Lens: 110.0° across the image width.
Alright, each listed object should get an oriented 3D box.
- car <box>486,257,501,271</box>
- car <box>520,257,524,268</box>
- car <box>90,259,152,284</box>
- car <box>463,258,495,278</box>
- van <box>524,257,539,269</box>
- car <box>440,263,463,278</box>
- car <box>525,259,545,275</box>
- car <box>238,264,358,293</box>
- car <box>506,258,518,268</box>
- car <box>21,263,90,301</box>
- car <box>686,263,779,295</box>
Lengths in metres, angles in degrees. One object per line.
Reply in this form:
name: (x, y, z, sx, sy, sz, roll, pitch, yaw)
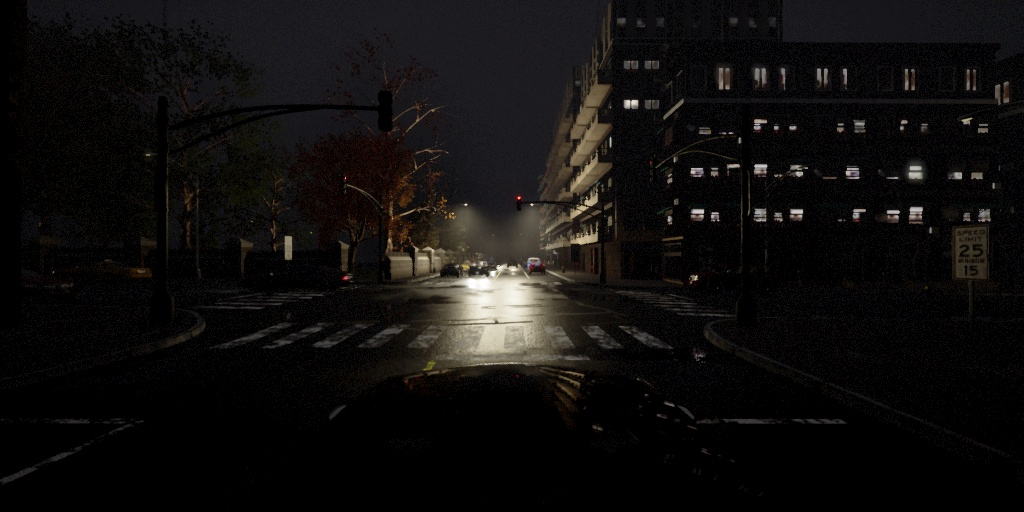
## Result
car: (-3.043, 1.272, 49.559, 2.128, 1.511, 4.902, 0, 0, 0)
car: (2.751, 1.230, 56.827, 1.967, 1.591, 4.097, 0, 0, 0)
car: (-24.721, 0.882, 21.631, 4.829, 1.417, 1.751, 0, 0, 0)
car: (-3.065, 1.257, 34.282, 2.128, 1.511, 4.902, 0, 0, 0)
van: (2.739, 1.116, 45.566, 1.690, 1.789, 3.998, 0, 0, 0)
car: (-5.654, 1.330, 34.315, 1.948, 1.339, 4.313, 0, 0, 0)
car: (2.732, 1.314, 39.936, 1.888, 1.381, 4.507, 0, 0, 0)
car: (-11.048, 1.132, 18.852, 5.357, 1.411, 2.033, 1, 0, -5)
car: (0.066, 1.304, 62.609, 1.837, 1.490, 4.892, 0, 0, 0)
car: (-18.949, 1.007, 13.299, 4.207, 1.307, 1.802, 0, 0, 0)
car: (13.471, 1.353, 21.953, 5.009, 1.841, 2.192, 0, 0, 0)
